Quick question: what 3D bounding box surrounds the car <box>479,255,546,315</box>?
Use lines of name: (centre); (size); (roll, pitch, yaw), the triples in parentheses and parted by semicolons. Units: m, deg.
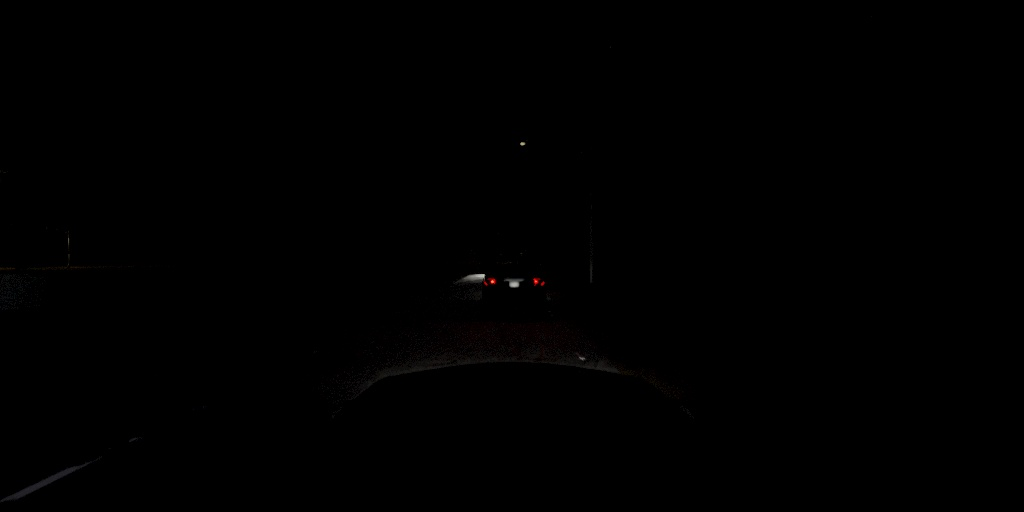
car: (0.082, 0.997, 13.886); (2.150, 2.045, 5.566); (0, 0, 0)

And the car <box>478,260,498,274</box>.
car: (-2.846, 1.323, 43.307); (2.128, 1.511, 4.902); (0, 0, 0)
